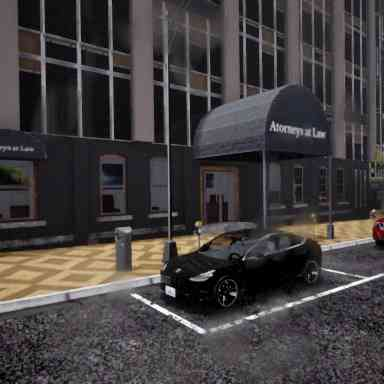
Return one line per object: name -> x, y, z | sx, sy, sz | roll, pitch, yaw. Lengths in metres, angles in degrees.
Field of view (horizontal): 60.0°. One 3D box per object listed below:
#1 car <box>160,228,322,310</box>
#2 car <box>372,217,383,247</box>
car -> 1.316, 1.564, 7.797 | 4.313, 1.339, 1.947 | 0, -1, -37
car -> 9.596, 1.310, 13.994 | 5.009, 1.841, 2.192 | 0, -1, -37
